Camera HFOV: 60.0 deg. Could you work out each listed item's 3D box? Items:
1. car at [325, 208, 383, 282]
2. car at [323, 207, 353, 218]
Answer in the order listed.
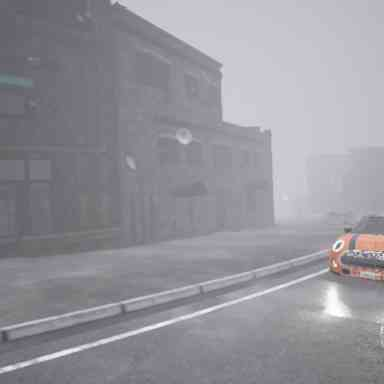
[{"bbox_3d":[5.730,1.430,9.715,2.097,1.767,4.553,-1,-1,42],"label":"car"},{"bbox_3d":[21.583,3.136,49.382,2.033,1.411,5.357,-2,-5,0],"label":"car"}]
